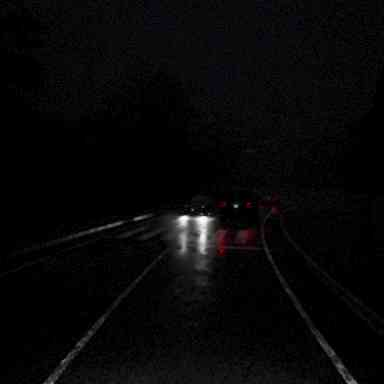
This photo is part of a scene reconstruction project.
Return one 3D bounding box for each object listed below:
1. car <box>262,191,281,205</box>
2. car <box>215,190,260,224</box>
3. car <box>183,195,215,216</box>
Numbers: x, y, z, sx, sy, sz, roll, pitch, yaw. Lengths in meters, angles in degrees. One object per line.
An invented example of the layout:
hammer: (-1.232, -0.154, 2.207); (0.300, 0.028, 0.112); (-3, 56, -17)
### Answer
car: (9.854, 0.648, 40.841); (1.801, 1.575, 5.366); (2, 2, 22)
car: (3.219, 0.866, 21.998); (2.150, 2.045, 5.566); (1, 1, 14)
car: (0.721, 1.003, 26.798); (1.812, 1.442, 4.674); (1, 2, 17)
